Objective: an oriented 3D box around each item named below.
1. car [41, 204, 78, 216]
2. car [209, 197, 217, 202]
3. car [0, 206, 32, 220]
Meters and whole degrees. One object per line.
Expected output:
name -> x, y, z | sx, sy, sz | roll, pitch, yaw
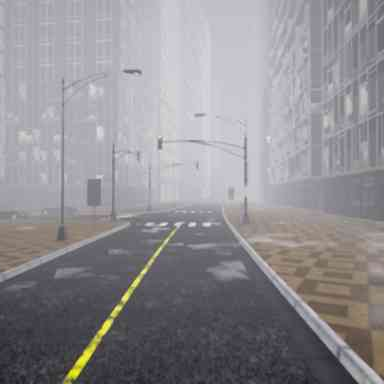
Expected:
car -> -15.760, 2.082, 39.587 | 4.403, 1.369, 2.008 | -1, 0, 11
car -> 5.864, 1.971, 93.193 | 1.994, 1.385, 4.181 | 0, 0, 10
car -> -17.349, 1.994, 31.360 | 4.403, 1.369, 2.008 | -1, 0, 11
